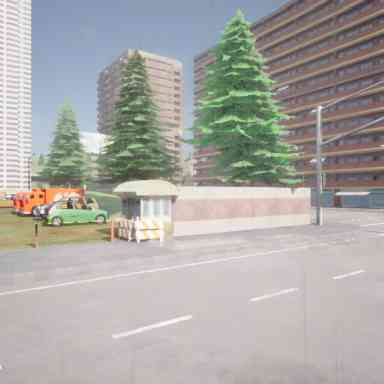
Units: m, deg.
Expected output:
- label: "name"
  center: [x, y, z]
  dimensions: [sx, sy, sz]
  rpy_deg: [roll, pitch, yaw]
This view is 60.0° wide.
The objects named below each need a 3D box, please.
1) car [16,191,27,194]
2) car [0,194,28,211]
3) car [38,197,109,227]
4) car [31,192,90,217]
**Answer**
- label: "car"
  center: [-25.799, 1.204, 46.638]
  dimensions: [3.866, 1.878, 1.905]
  rpy_deg: [0, 0, -35]
- label: "car"
  center: [-24.520, 1.394, 44.116]
  dimensions: [4.193, 1.474, 1.816]
  rpy_deg: [0, 0, -35]
- label: "car"
  center: [-7.437, 1.341, 21.496]
  dimensions: [3.988, 1.617, 1.851]
  rpy_deg: [0, 0, -35]
- label: "car"
  center: [-9.461, 1.172, 25.546]
  dimensions: [4.605, 1.855, 1.932]
  rpy_deg: [0, 0, -35]
